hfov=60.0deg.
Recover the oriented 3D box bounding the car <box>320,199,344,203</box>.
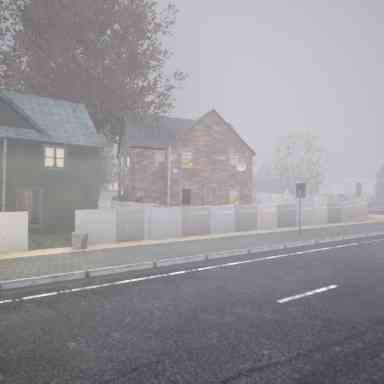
[{"bbox_3d":[15.538,1.177,36.542,2.128,1.511,4.902,1,0,-20],"label":"car"}]

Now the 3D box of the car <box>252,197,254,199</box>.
[{"bbox_3d":[8.500,0.910,56.009,2.033,1.411,5.357,1,0,-19],"label":"car"}]

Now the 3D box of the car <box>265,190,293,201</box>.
[{"bbox_3d":[12.132,0.751,45.961,2.150,2.045,5.566,1,0,-20],"label":"car"}]

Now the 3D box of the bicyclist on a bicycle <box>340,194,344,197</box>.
[{"bbox_3d":[19.397,1.035,43.116,1.656,1.620,0.582,1,0,-20],"label":"bicyclist on a bicycle"}]
